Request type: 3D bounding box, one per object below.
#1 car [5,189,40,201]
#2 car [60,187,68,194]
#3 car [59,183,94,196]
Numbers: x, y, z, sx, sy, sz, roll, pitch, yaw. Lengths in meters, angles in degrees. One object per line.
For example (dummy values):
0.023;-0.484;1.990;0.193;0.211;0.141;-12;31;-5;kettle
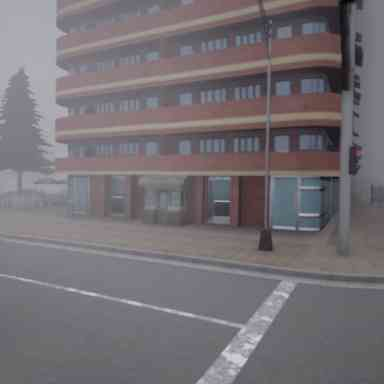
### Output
-18.949;0.323;38.654;2.033;1.411;5.357;2;1;27;car
-18.627;-0.044;53.828;1.837;1.490;4.892;1;2;35;car
-20.058;-0.442;57.960;2.150;2.045;5.566;2;2;37;car
